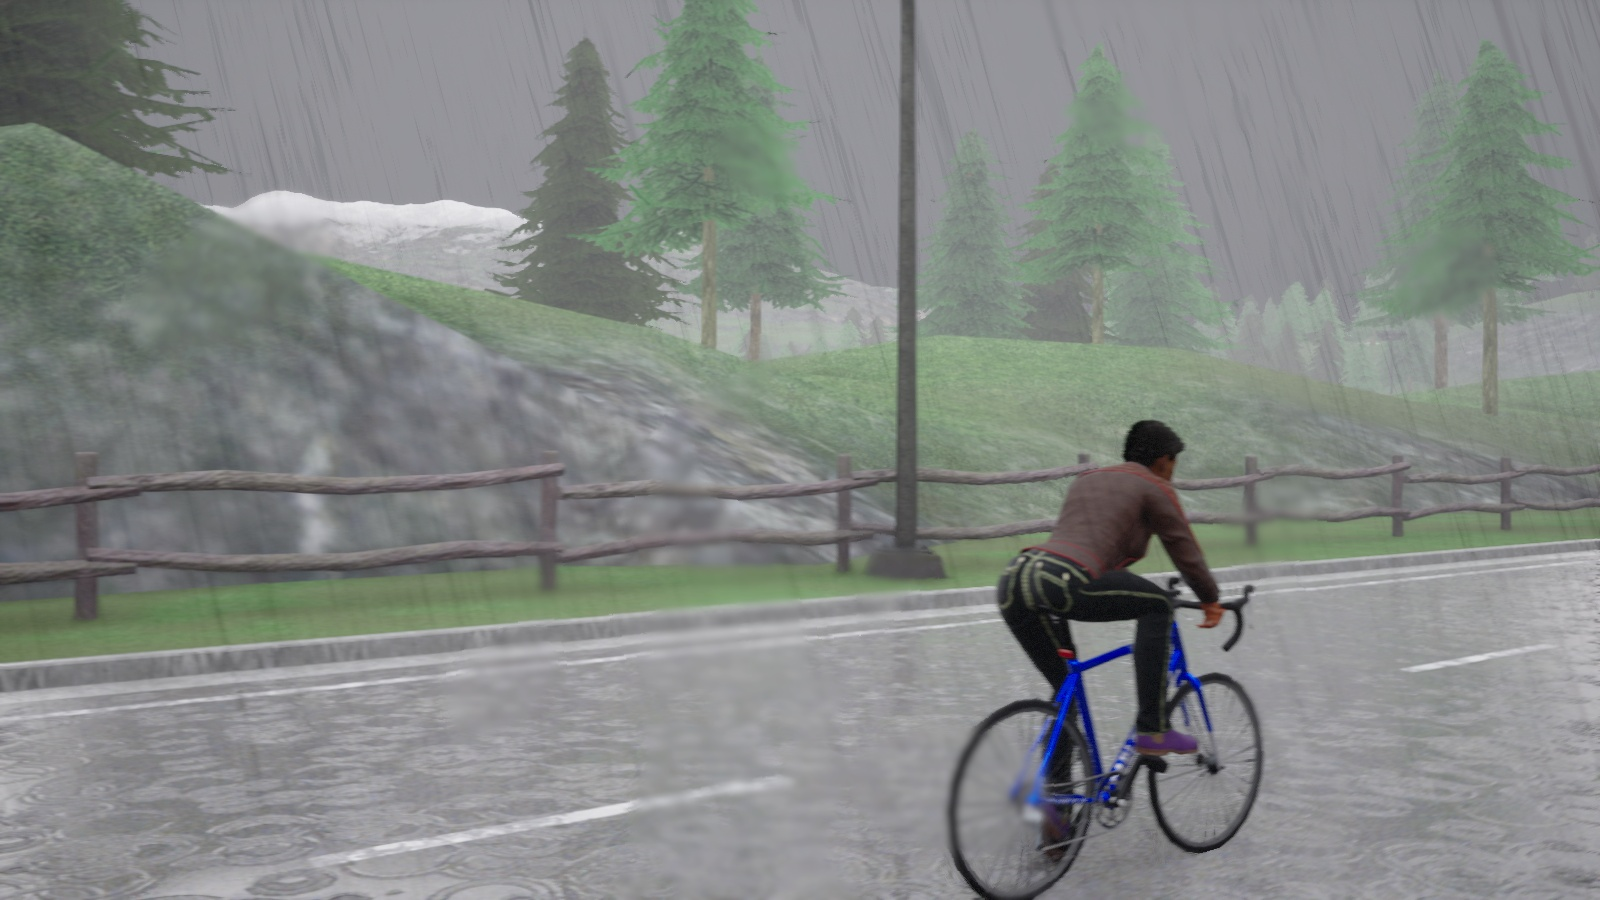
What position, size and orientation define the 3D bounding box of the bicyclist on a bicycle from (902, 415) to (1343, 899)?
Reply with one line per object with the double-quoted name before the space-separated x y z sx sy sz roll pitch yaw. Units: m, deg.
"bicyclist on a bicycle" 1.196 0.711 4.491 1.656 1.620 0.582 0 0 -35
